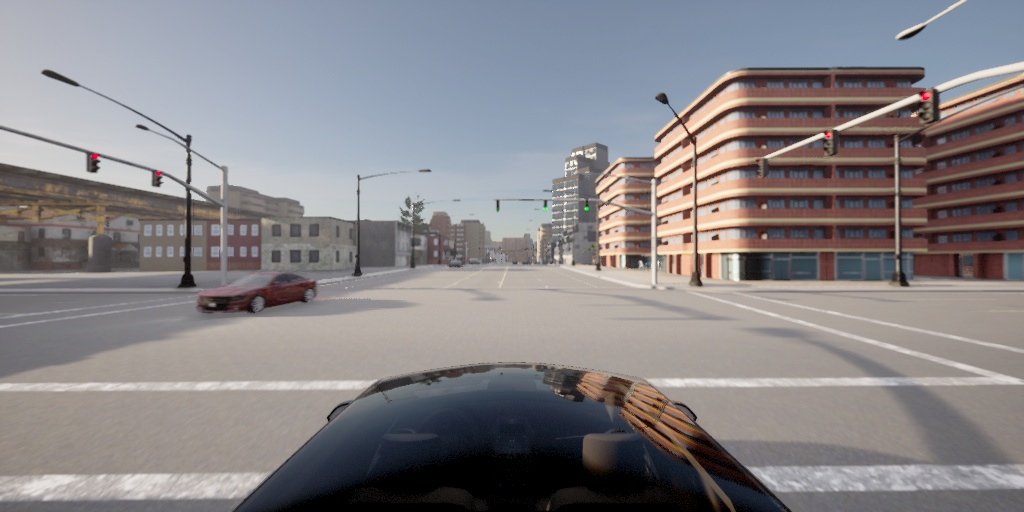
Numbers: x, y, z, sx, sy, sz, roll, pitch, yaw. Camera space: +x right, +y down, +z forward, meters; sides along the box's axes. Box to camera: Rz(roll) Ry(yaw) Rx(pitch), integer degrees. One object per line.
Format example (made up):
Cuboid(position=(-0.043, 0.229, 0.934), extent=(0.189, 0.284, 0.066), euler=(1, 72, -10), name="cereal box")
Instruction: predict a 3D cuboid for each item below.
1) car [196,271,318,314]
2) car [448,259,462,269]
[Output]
Cuboid(position=(-10.037, 1.396, 14.627), extent=(1.882, 1.535, 5.008), euler=(0, 0, 3), name="car")
Cuboid(position=(-9.644, 1.337, 60.898), extent=(1.882, 1.535, 5.008), euler=(0, 2, 0), name="car")
